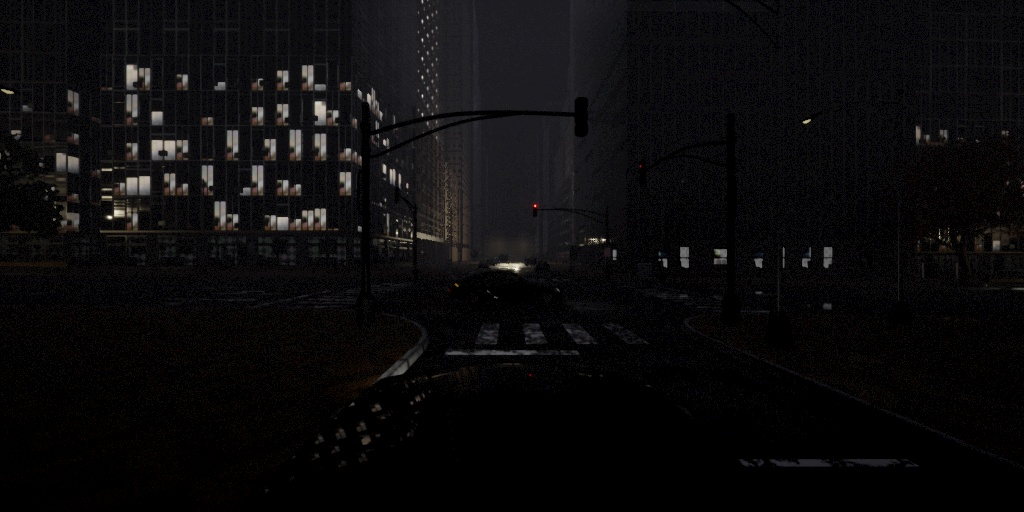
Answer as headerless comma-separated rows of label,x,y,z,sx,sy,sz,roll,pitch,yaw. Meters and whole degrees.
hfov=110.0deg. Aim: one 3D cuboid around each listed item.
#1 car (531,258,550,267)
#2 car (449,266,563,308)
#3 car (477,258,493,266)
car,3.880,1.328,46.591,1.948,1.339,4.313,0,0,0
car,-0.244,1.298,14.825,4.674,1.442,1.812,1,0,-3
car,-4.079,1.342,52.076,1.802,1.307,4.207,0,0,0
